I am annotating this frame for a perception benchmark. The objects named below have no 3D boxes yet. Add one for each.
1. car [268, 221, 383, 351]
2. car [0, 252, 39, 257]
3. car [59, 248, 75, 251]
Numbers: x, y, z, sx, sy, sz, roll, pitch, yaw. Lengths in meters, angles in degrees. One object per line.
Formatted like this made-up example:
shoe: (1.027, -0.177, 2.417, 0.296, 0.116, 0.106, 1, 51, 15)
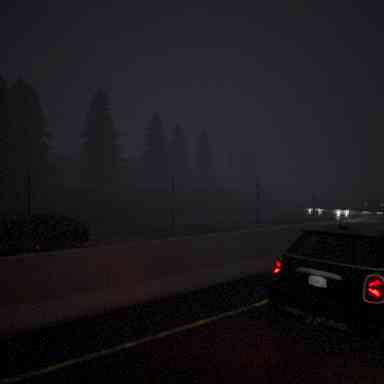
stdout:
car: (3.524, 1.362, 6.336, 4.553, 1.767, 2.097, 0, 0, -39)
car: (-5.939, 1.560, 8.024, 4.181, 1.385, 1.994, 0, 0, -37)
car: (-6.254, 1.503, 12.137, 4.892, 1.490, 1.837, 0, 0, -38)
